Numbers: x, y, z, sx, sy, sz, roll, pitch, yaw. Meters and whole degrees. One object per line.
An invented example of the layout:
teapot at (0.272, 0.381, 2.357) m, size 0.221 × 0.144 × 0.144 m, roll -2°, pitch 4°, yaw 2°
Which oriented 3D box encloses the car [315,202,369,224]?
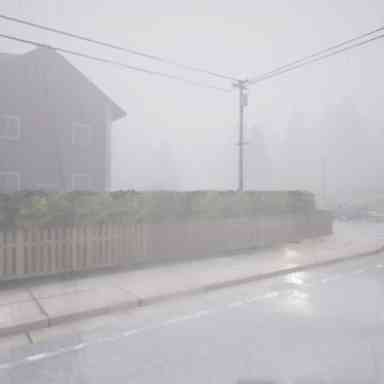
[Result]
car at (10.446, 1.476, 24.741) m, size 2.128 × 1.511 × 4.902 m, roll 0°, pitch 0°, yaw -36°
